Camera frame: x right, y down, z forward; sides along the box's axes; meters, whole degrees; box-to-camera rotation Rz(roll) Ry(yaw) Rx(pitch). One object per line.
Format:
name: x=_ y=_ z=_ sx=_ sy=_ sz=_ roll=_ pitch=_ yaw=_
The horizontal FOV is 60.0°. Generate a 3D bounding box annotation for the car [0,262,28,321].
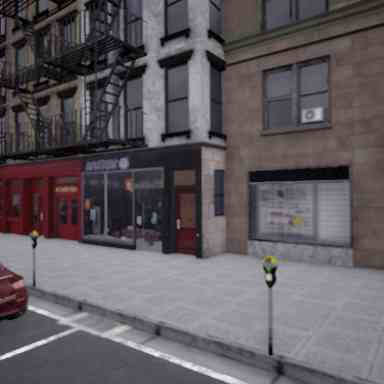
car: x=-4.660 y=1.652 z=6.138 sx=4.206 sy=1.307 sz=1.802 roll=-1 pitch=0 yaw=36
